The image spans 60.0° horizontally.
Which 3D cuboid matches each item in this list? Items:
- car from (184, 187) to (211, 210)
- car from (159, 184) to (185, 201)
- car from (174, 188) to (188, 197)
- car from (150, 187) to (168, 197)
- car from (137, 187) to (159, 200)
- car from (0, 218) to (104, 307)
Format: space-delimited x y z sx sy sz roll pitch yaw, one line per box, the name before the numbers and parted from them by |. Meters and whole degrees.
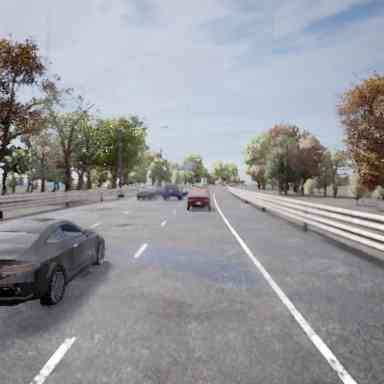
car | 0.621 0.645 28.603 1.882 1.535 5.008 0 2 2
car | -2.372 -0.006 42.477 2.150 2.045 5.566 0 2 3
car | -1.713 0.065 53.346 1.895 1.301 4.718 0 2 4
car | -5.213 -0.048 53.470 2.128 1.511 4.902 0 2 4
car | -5.847 0.248 43.032 2.128 1.511 4.902 0 2 3
car | -3.341 1.306 7.350 1.812 1.442 4.674 0 2 0
